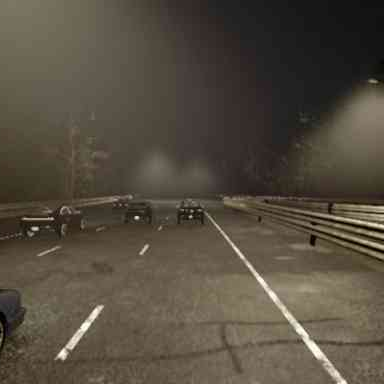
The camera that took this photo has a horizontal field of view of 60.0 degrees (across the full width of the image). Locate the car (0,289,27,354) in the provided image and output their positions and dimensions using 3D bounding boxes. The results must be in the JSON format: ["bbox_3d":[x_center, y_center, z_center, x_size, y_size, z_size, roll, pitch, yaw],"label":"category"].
[{"bbox_3d":[-3.413,1.536,2.545,2.033,1.411,5.357,0,0,0],"label":"car"}]

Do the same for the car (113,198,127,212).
[{"bbox_3d":[-7.368,1.407,36.508,2.033,1.411,5.357,0,0,-1],"label":"car"}]

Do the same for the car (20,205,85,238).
[{"bbox_3d":[-7.019,1.420,17.242,2.128,1.511,4.902,0,0,-1],"label":"car"}]

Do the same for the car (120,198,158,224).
[{"bbox_3d":[-3.615,1.406,24.023,1.837,1.490,4.892,0,0,-1],"label":"car"}]

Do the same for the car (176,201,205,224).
[{"bbox_3d":[-0.111,1.393,23.800,2.128,1.511,4.902,0,0,-1],"label":"car"}]
